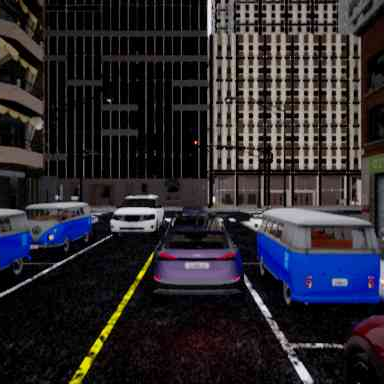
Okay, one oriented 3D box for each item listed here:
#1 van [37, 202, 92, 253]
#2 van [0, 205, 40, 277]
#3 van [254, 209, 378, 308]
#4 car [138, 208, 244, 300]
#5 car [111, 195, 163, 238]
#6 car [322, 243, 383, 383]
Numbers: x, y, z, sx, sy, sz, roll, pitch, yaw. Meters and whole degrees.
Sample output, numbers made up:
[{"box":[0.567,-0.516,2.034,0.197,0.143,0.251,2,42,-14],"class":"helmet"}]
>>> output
[{"box":[-5.314,1.330,13.307,1.690,1.788,3.998,0,0,0],"class":"van"},{"box":[-5.312,1.334,7.617,1.690,1.788,3.998,0,0,0],"class":"van"},{"box":[2.568,1.334,7.625,1.690,1.788,3.998,0,0,0],"class":"van"},{"box":[0.098,1.422,8.380,2.033,1.649,4.856,0,0,0],"class":"car"},{"box":[-2.757,1.200,18.020,2.150,2.045,5.566,0,0,0],"class":"car"},{"box":[2.569,1.438,1.935,1.967,1.590,4.097,0,0,0],"class":"car"}]
